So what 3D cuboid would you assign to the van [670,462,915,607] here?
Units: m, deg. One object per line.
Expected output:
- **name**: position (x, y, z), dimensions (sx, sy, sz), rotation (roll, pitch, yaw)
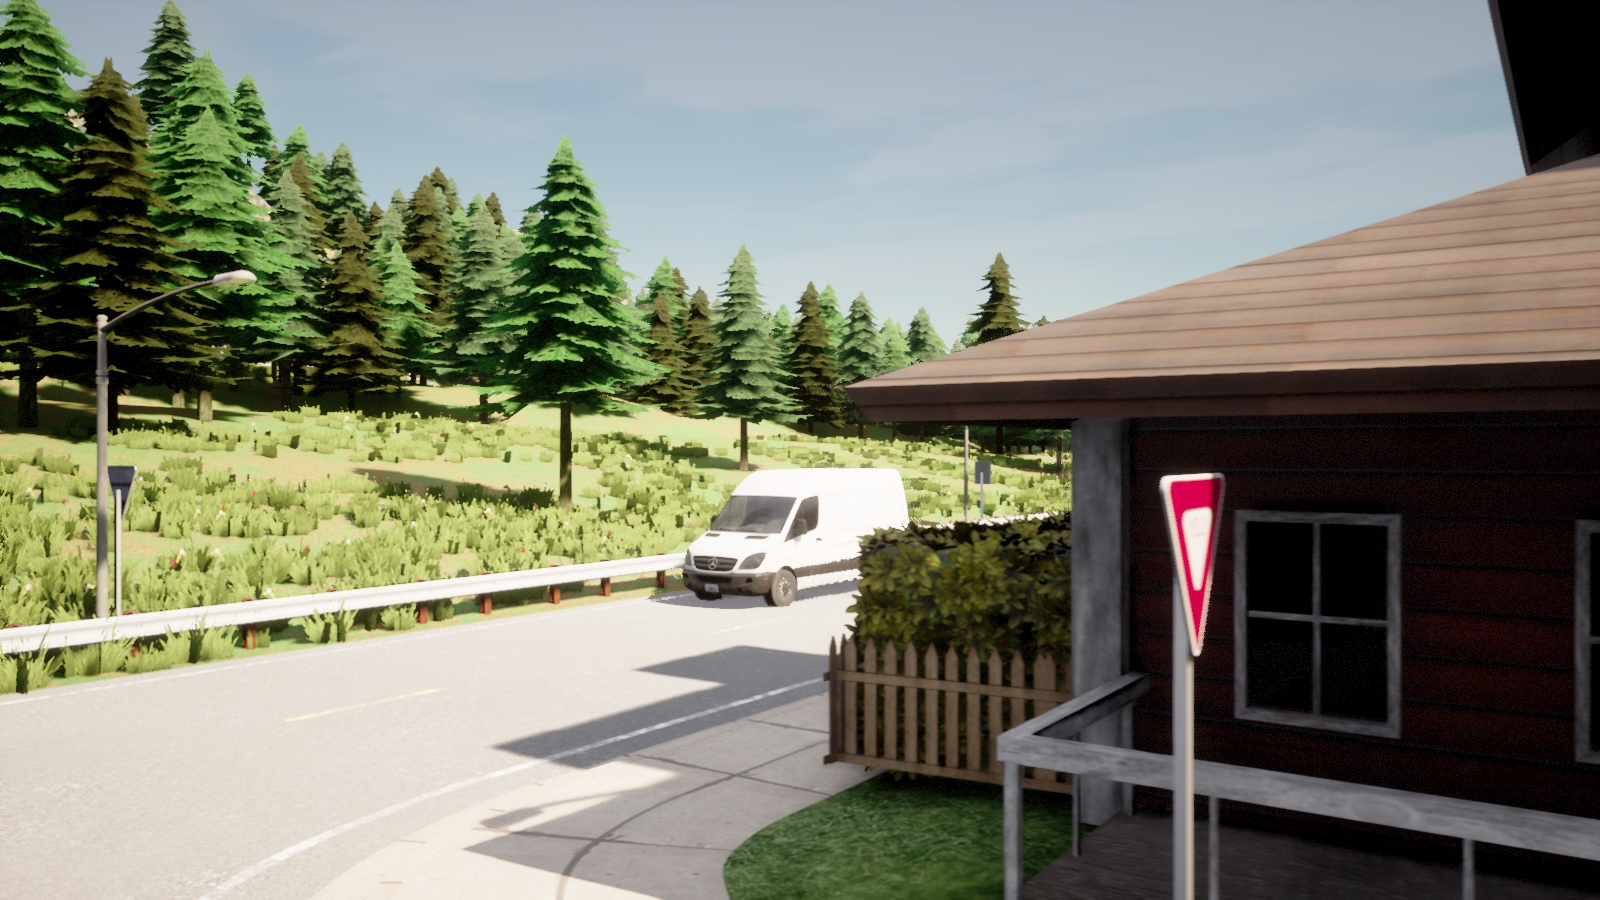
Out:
- **van**: position (0.040, 1.544, 23.552), dimensions (1.988, 2.561, 5.915), rotation (0, 0, 35)
